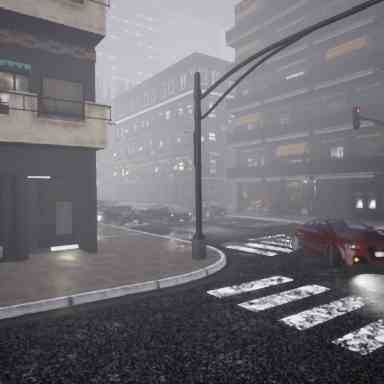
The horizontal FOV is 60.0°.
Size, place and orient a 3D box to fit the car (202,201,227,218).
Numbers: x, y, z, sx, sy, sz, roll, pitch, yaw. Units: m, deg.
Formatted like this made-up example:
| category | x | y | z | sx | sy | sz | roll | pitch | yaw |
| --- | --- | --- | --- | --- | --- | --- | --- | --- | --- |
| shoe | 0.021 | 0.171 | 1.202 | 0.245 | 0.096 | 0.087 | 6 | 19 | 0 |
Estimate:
| category | x | y | z | sx | sy | sz | roll | pitch | yaw |
| --- | --- | --- | --- | --- | --- | --- | --- | --- | --- |
| car | 1.234 | 1.512 | 29.204 | 2.008 | 1.369 | 4.403 | -1 | 1 | -36 |

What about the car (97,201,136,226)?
| category | x | y | z | sx | sy | sz | roll | pitch | yaw |
| --- | --- | --- | --- | --- | --- | --- | --- | --- | --- |
| car | -5.140 | 1.631 | 24.571 | 1.947 | 1.339 | 4.313 | -1 | 1 | -36 |

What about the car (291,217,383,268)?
| category | x | y | z | sx | sy | sz | roll | pitch | yaw |
| --- | --- | --- | --- | --- | --- | --- | --- | --- | --- |
| car | 5.027 | 1.576 | 11.308 | 1.994 | 1.385 | 4.181 | 0 | 0 | -8 |

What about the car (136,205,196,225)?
| category | x | y | z | sx | sy | sz | roll | pitch | yaw |
| --- | --- | --- | --- | --- | --- | --- | --- | --- | --- |
| car | -1.995 | 1.632 | 24.438 | 1.895 | 1.301 | 4.718 | -1 | 0 | -36 |

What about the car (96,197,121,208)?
| category | x | y | z | sx | sy | sz | roll | pitch | yaw |
| --- | --- | --- | --- | --- | --- | --- | --- | --- | --- |
| car | -11.891 | 1.518 | 47.264 | 1.887 | 1.381 | 4.507 | -1 | 1 | -36 |

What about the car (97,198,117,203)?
| category | x | y | z | sx | sy | sz | roll | pitch | yaw |
| --- | --- | --- | --- | --- | --- | --- | --- | --- | --- |
| car | -10.086 | 1.545 | 35.581 | 1.837 | 1.490 | 4.892 | -1 | 1 | -36 |
